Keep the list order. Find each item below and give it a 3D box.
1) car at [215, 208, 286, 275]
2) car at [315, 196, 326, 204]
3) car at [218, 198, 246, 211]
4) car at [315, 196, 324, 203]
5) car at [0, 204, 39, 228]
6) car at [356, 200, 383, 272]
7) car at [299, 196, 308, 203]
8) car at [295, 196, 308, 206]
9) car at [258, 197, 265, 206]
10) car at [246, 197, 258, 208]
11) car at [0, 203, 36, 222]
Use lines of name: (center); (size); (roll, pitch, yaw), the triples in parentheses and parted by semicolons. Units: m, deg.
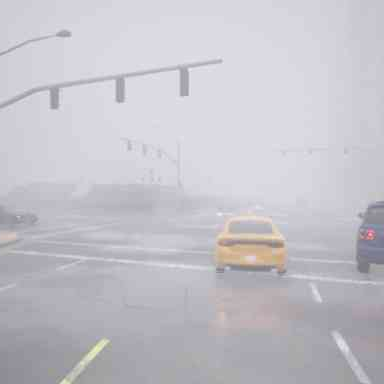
car: (1.846, 1.501, 10.686); (1.882, 1.535, 5.008); (0, 0, 9)
car: (26.241, 1.701, 67.880); (2.033, 1.411, 5.357); (0, 0, 20)
car: (4.488, 1.599, 38.839); (2.033, 1.411, 5.357); (0, 0, 20)
car: (29.736, 1.661, 77.563); (1.882, 1.535, 5.008); (0, 0, 20)
car: (-12.661, 1.627, 22.317); (4.718, 1.301, 1.895); (0, 0, 20)
car: (6.493, 1.263, 10.399); (2.150, 2.045, 5.566); (-1, -1, 31)
car: (26.460, 1.696, 78.795); (1.812, 1.442, 4.674); (0, 0, 20)
car: (18.947, 1.601, 57.691); (1.882, 1.535, 5.008); (0, 0, 20)
car: (11.581, 1.588, 58.259); (2.128, 1.511, 4.902); (0, 0, 20)
car: (7.976, 1.599, 48.472); (1.812, 1.442, 4.674); (0, 0, 20)
car: (-15.258, 1.622, 27.006); (4.718, 1.301, 1.895); (0, 0, 20)
